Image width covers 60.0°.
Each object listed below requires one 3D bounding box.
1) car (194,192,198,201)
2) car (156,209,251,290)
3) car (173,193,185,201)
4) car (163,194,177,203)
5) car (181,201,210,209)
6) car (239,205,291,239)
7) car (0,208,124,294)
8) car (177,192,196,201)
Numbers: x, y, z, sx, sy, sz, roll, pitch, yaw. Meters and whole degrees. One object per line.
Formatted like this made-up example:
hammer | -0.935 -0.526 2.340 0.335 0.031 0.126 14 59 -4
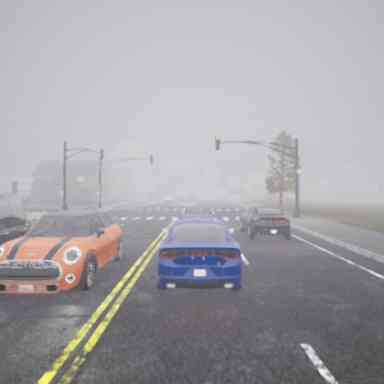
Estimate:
car | 0.199 0.952 78.096 2.150 2.045 5.566 0 0 5
car | 0.173 1.433 9.008 1.882 1.535 5.008 0 0 0
car | -3.034 1.086 78.422 2.097 1.767 4.553 0 0 5
car | -4.282 1.295 62.874 1.812 1.442 4.674 0 0 4
car | 0.334 1.458 18.893 2.033 1.411 5.357 0 0 1
car | 3.545 1.424 16.639 1.837 1.490 4.892 0 0 1
car | -3.269 1.308 8.854 2.097 1.767 4.553 0 0 1
car | -1.041 1.257 62.672 2.128 1.511 4.902 0 0 4
